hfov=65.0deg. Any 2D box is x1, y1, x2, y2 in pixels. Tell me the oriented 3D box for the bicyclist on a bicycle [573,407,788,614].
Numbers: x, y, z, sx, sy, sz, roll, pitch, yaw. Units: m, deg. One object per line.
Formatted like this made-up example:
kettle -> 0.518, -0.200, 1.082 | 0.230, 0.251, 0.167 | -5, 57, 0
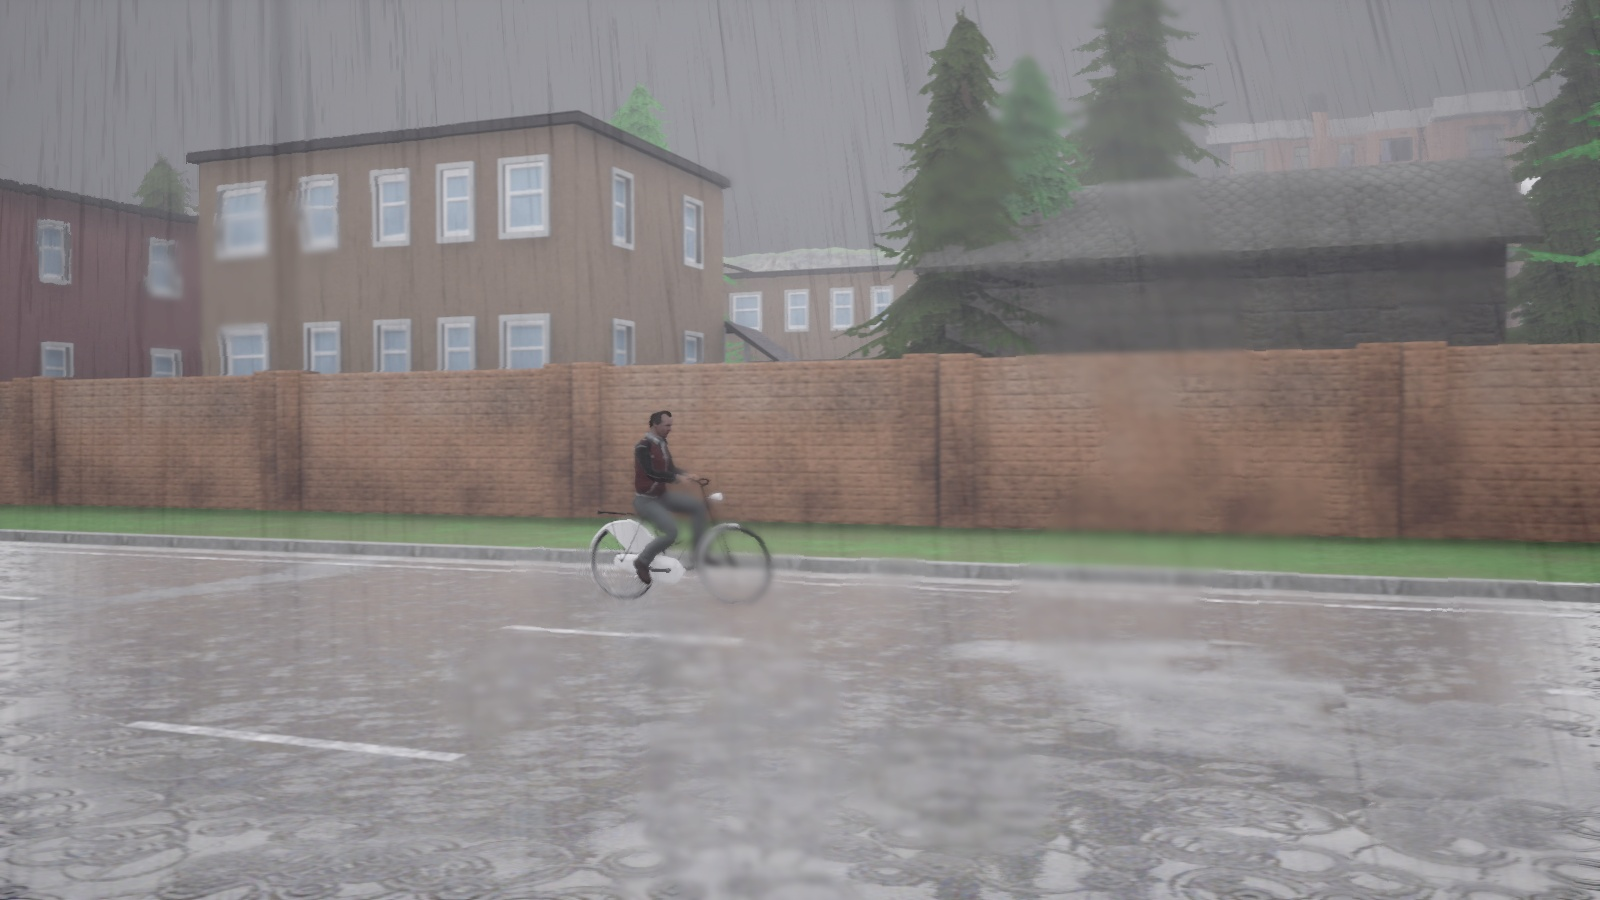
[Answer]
bicyclist on a bicycle -> -1.086, 0.512, 11.429 | 1.843, 1.776, 0.659 | 0, 1, 21
